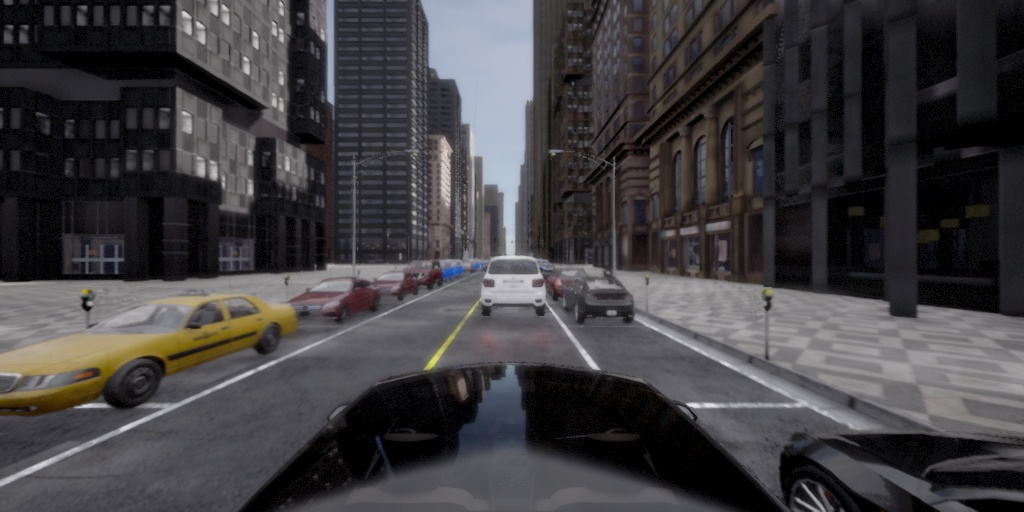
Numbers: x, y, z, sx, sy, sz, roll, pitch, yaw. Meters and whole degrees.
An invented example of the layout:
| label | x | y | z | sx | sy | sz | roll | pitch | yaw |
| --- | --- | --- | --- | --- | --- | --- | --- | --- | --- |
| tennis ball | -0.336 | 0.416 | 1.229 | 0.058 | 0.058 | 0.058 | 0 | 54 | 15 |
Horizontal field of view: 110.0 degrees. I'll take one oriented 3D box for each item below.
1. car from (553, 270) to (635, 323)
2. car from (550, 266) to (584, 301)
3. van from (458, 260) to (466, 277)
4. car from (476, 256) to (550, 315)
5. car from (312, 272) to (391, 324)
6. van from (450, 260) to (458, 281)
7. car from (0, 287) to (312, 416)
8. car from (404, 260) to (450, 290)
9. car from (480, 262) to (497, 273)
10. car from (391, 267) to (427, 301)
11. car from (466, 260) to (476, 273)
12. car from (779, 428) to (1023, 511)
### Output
| label | x | y | z | sx | sy | sz | roll | pitch | yaw |
| --- | --- | --- | --- | --- | --- | --- | --- | --- | --- |
| car | 2.757 | 1.344 | 12.091 | 2.007 | 1.370 | 4.403 | 0 | 0 | 0 |
| car | 2.754 | 1.257 | 17.768 | 1.967 | 1.591 | 4.097 | 0 | 0 | 0 |
| van | -5.779 | 1.230 | 34.788 | 1.690 | 1.789 | 3.998 | 0 | 0 | 0 |
| car | 0.059 | 1.024 | 13.932 | 2.150 | 2.045 | 5.566 | 0 | 0 | 0 |
| car | -5.768 | 1.375 | 12.078 | 1.802 | 1.307 | 4.207 | 0 | 0 | 0 |
| van | -5.776 | 1.206 | 29.110 | 1.690 | 1.789 | 3.998 | 0 | 0 | 0 |
| car | -5.765 | 1.294 | 6.231 | 1.751 | 1.417 | 4.829 | 0 | 0 | 0 |
| car | -5.773 | 1.155 | 23.433 | 2.192 | 1.841 | 5.009 | 0 | 0 | 0 |
| car | -3.110 | 1.516 | 48.650 | 1.994 | 1.385 | 4.181 | 0 | 0 | 0 |
| car | -5.771 | 1.399 | 17.756 | 1.802 | 1.307 | 4.207 | 0 | 0 | 0 |
| car | -5.785 | 1.522 | 46.142 | 1.802 | 1.307 | 4.207 | 0 | 0 | 0 |
| car | 2.763 | 1.312 | 0.736 | 1.948 | 1.339 | 4.313 | 0 | 0 | 0 |
